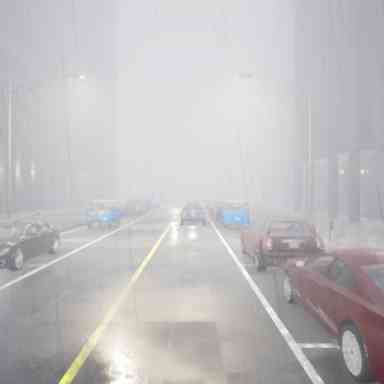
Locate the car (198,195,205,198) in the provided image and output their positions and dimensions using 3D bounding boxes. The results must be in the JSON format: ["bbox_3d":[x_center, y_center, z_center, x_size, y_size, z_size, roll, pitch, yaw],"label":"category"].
[{"bbox_3d":[2.688,1.752,66.999,2.008,1.369,4.403,0,0,0],"label":"car"}]

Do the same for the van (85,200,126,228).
[{"bbox_3d":[-5.787,1.401,22.109,1.690,1.788,3.998,0,0,0],"label":"van"}]

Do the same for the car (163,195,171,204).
[{"bbox_3d":[-5.837,1.768,66.984,1.947,1.339,4.313,0,0,0],"label":"car"}]

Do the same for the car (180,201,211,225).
[{"bbox_3d":[0.073,1.613,24.638,2.033,1.411,5.357,0,0,0],"label":"car"}]

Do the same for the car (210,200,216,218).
[{"bbox_3d":[2.732,1.619,27.736,1.887,1.381,4.507,0,0,0],"label":"car"}]

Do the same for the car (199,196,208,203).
[{"bbox_3d":[2.675,1.683,78.218,1.967,1.590,4.097,0,0,0],"label":"car"}]

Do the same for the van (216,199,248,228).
[{"bbox_3d":[2.738,1.400,22.127,1.690,1.788,3.998,0,0,0],"label":"van"}]

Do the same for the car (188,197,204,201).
[{"bbox_3d":[0.056,1.674,40.868,1.994,1.385,4.181,0,0,0],"label":"car"}]

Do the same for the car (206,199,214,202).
[{"bbox_3d":[2.726,1.655,33.345,1.947,1.339,4.313,0,0,0],"label":"car"}]

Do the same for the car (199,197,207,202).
[{"bbox_3d":[2.669,1.846,83.826,1.802,1.307,4.206,0,0,0],"label":"car"}]

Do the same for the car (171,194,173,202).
[{"bbox_3d":[-5.844,1.663,72.594,1.967,1.590,4.097,0,0,0],"label":"car"}]

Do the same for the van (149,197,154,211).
[{"bbox_3d":[-5.805,1.446,38.938,1.690,1.788,3.998,0,0,0],"label":"van"}]

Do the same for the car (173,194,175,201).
[{"bbox_3d":[-5.850,1.559,78.204,2.192,1.841,5.009,0,0,0],"label":"car"}]

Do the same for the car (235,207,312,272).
[{"bbox_3d":[2.751,1.469,10.909,1.967,1.590,4.097,0,0,0],"label":"car"}]

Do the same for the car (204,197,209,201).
[{"bbox_3d":[2.719,1.630,39.124,1.752,1.417,4.829,0,0,0],"label":"car"}]

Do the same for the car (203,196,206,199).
[{"bbox_3d":[2.713,1.647,44.734,1.752,1.417,4.829,0,0,0],"label":"car"}]

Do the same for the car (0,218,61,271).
[{"bbox_3d":[-5.774,1.580,10.889,2.008,1.369,4.403,0,0,0],"label":"car"}]

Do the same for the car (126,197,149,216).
[{"bbox_3d":[-5.799,1.530,33.328,1.967,1.590,4.097,0,0,0],"label":"car"}]

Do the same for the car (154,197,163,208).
[{"bbox_3d":[-5.818,1.665,49.986,1.752,1.417,4.829,0,0,0],"label":"car"}]

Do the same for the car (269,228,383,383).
[{"bbox_3d":[2.757,1.559,5.299,1.887,1.381,4.507,0,0,0],"label":"car"}]

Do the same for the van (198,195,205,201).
[{"bbox_3d":[2.655,1.651,95.045,1.690,1.788,3.998,0,0,0],"label":"van"}]
